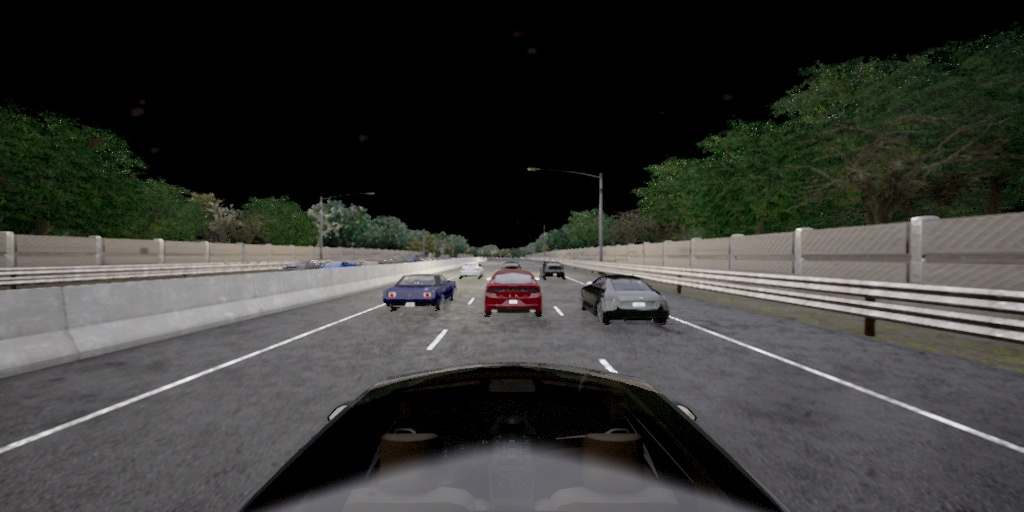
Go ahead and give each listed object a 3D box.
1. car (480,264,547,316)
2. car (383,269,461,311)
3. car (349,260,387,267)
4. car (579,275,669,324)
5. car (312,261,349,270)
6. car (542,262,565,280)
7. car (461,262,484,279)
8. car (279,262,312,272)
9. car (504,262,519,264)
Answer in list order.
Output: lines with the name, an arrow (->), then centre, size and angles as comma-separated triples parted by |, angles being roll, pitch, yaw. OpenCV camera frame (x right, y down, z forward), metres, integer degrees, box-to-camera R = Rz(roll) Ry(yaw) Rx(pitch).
car -> 0.037, 1.236, 13.406 | 1.882, 1.535, 5.008 | 0, 0, 0
car -> -3.466, 1.362, 14.412 | 1.895, 1.301, 4.718 | 0, 0, 0
car -> -14.262, 1.218, 36.414 | 1.882, 1.535, 5.008 | 0, 0, 0
car -> 3.537, 1.321, 11.996 | 1.994, 1.385, 4.181 | 0, 0, 0
car -> -17.761, 1.219, 36.393 | 1.882, 1.535, 5.008 | 0, 0, 0
car -> 3.453, 1.253, 31.315 | 1.837, 1.490, 4.892 | 0, 0, 0
car -> -3.549, 1.274, 32.117 | 1.812, 1.442, 4.674 | 0, 0, 0
car -> -21.264, 1.290, 36.452 | 2.033, 1.411, 5.357 | 0, 0, 0
car -> -0.047, 1.254, 31.392 | 1.837, 1.490, 4.892 | 0, 0, 0
